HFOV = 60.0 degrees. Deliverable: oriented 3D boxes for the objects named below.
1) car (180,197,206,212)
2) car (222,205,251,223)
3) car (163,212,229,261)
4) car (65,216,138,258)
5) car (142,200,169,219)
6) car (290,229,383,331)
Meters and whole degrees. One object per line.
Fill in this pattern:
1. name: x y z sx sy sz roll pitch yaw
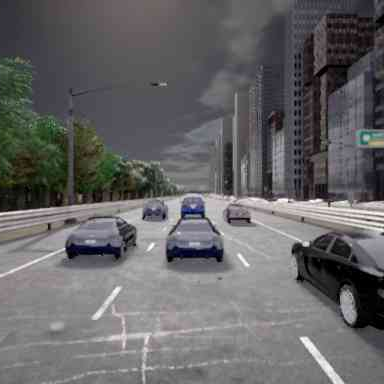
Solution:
1. car: 0.090 1.444 31.138 2.150 2.045 5.566 0 0 0
2. car: 3.589 1.742 27.272 2.033 1.411 5.357 0 0 0
3. car: 0.089 1.653 12.660 1.994 1.385 4.181 0 0 0
4. car: -3.410 1.657 13.206 1.994 1.385 4.181 0 0 0
5. car: -3.412 1.579 31.778 2.097 1.767 4.553 0 0 0
6. car: 3.578 1.528 7.051 1.882 1.535 5.008 0 0 0
